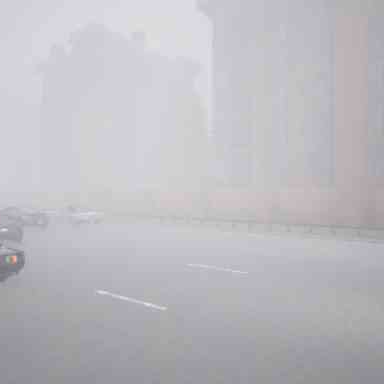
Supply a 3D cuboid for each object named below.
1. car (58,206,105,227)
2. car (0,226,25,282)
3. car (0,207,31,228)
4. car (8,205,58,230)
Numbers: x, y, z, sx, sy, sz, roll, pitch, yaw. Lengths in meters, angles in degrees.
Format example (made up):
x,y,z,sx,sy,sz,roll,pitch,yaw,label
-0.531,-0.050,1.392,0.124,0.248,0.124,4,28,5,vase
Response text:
x,y,z,sx,sy,sz,roll,pitch,yaw,label
-8.191,1.600,22.720,4.718,1.301,1.895,0,0,35,car
-6.375,1.601,8.533,4.718,1.301,1.895,0,0,35,car
-9.458,1.564,15.030,4.181,1.385,1.994,0,0,35,car
-10.414,1.526,20.007,4.674,1.442,1.812,0,0,35,car
